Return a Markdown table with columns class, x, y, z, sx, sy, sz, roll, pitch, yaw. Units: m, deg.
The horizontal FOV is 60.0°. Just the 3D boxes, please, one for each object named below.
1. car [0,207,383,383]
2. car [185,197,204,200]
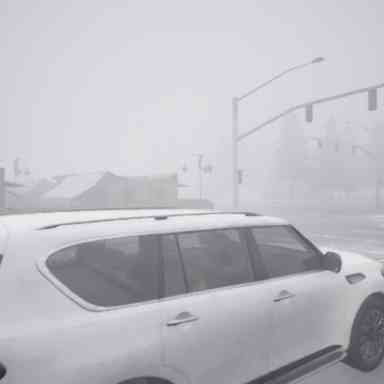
| class | x | y | z | sx | sy | sz | roll | pitch | yaw |
| --- | --- | --- | --- | --- | --- | --- | --- | --- | --- |
| car | 0.197 | 1.202 | 3.954 | 5.566 | 2.045 | 2.150 | -1 | 0 | -35 |
| car | 0.497 | 1.309 | 37.983 | 2.128 | 1.511 | 4.902 | -1 | 0 | -37 |
